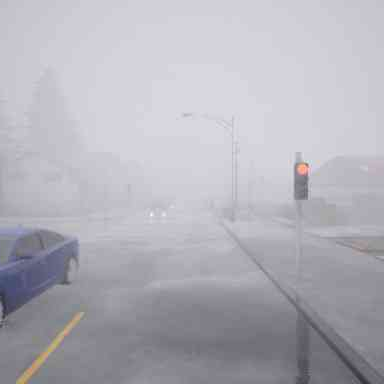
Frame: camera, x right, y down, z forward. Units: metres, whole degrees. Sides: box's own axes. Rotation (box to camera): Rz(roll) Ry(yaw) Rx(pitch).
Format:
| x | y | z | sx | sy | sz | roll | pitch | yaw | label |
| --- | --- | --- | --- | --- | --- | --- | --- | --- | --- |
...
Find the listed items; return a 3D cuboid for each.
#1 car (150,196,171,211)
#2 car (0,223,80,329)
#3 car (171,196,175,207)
| x | y | z | sx | sy | sz | roll | pitch | yaw | label |
| --- | --- | --- | --- | --- | --- | --- | --- | --- | --- |
| -4.093 | 1.505 | 41.611 | 1.837 | 1.490 | 4.892 | 0 | 0 | 0 | car |
| -3.885 | 1.477 | 6.650 | 1.882 | 1.535 | 5.008 | 0 | 0 | 2 | car |
| -4.087 | 1.526 | 50.821 | 1.812 | 1.442 | 4.674 | 0 | 0 | 0 | car |
